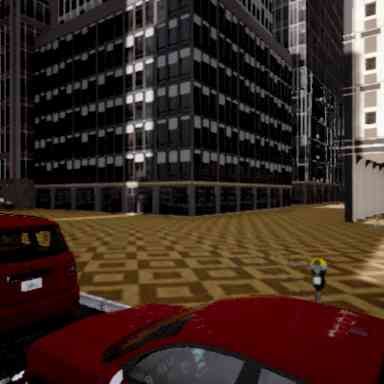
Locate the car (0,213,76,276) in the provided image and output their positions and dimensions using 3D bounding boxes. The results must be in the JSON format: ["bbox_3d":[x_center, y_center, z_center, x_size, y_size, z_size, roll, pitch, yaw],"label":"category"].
[{"bbox_3d":[-4.051,1.296,5.771,5.009,1.841,2.192,0,0,36],"label":"car"}]

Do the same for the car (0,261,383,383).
[{"bbox_3d":[0.458,1.542,2.553,4.507,1.381,1.887,0,0,36],"label":"car"}]
